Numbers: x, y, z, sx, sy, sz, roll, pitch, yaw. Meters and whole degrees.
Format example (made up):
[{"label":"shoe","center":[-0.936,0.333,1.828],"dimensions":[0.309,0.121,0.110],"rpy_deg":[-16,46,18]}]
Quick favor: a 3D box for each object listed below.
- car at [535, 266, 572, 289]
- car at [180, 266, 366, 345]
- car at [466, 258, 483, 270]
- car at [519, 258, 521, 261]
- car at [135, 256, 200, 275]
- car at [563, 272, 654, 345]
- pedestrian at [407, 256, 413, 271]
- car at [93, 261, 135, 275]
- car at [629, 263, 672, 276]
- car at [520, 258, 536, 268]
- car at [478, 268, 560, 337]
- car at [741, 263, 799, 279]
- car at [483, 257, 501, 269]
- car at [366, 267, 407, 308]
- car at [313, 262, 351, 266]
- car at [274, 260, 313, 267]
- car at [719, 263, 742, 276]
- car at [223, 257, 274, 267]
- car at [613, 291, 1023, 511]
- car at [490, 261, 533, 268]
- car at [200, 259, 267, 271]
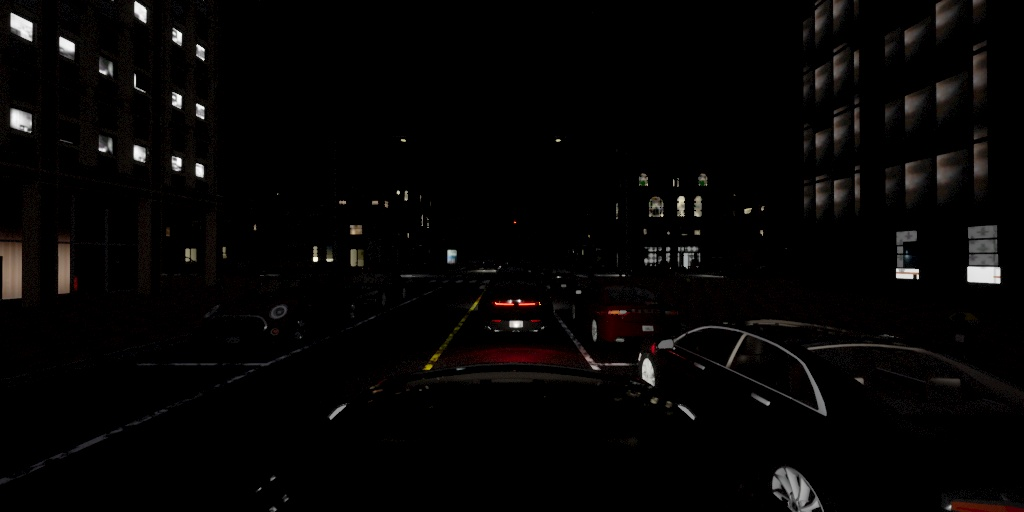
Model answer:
[{"label":"car","center":[2.664,1.302,20.692],"dimensions":[2.007,1.370,4.403],"rpy_deg":[0,0,0]},{"label":"car","center":[-5.700,1.190,9.313],"dimensions":[1.967,1.591,4.097],"rpy_deg":[0,0,0]},{"label":"car","center":[-5.763,1.338,53.084],"dimensions":[1.802,1.307,4.207],"rpy_deg":[0,0,0]},{"label":"car","center":[2.602,1.340,64.125],"dimensions":[1.802,1.307,4.207],"rpy_deg":[0,0,0]},{"label":"car","center":[-30.996,0.917,33.133],"dimensions":[5.009,1.841,2.192],"rpy_deg":[0,0,1]},{"label":"car","center":[2.680,1.296,9.308],"dimensions":[1.888,1.381,4.507],"rpy_deg":[0,0,0]},{"label":"pedestrian","center":[-12.612,0.884,44.208],"dimensions":[0.375,1.860,0.375],"rpy_deg":[0,-1,1]},{"label":"car","center":[-36.533,1.130,33.210],"dimensions":[4.403,1.370,2.007],"rpy_deg":[0,0,1]},{"label":"car","center":[14.759,1.403,38.286],"dimensions":[4.181,1.385,1.994],"rpy_deg":[0,0,1]},{"label":"car","center":[2.618,1.322,53.083],"dimensions":[1.948,1.339,4.313],"rpy_deg":[0,0,0]},{"label":"car","center":[0.089,1.255,10.323],"dimensions":[1.837,1.490,4.892],"rpy_deg":[0,0,0]},{"label":"car","center":[23.599,1.433,32.335],"dimensions":[4.207,1.307,1.802],"rpy_deg":[0,0,1]},{"label":"car","center":[-3.157,1.234,53.760],"dimensions":[1.882,1.535,5.008],"rpy_deg":[0,0,1]},{"label":"car","center":[-5.709,1.302,15.006],"dimensions":[2.007,1.370,4.403],"rpy_deg":[0,0,0]},{"label":"car","center":[-16.617,1.279,35.525],"dimensions":[4.718,1.301,1.895],"rpy_deg":[0,0,1]},{"label":"car","center":[-25.510,1.197,41.438],"dimensions":[4.829,1.417,1.751],"rpy_deg":[0,0,1]},{"label":"car","center":[24.574,1.413,38.153],"dimensions":[4.674,1.442,1.812],"rpy_deg":[0,0,1]},{"label":"car","center":[-26.907,0.987,35.672],"dimensions":[4.553,1.767,2.097],"rpy_deg":[0,0,1]},{"label":"car","center":[2.688,1.301,3.617],"dimensions":[2.007,1.370,4.403],"rpy_deg":[0,0,0]},{"label":"car","center":[0.069,1.230,20.512],"dimensions":[1.882,1.535,5.008],"rpy_deg":[0,0,2]},{"label":"car","center":[-25.459,1.177,33.056],"dimensions":[4.403,1.370,2.007],"rpy_deg":[0,0,1]}]
